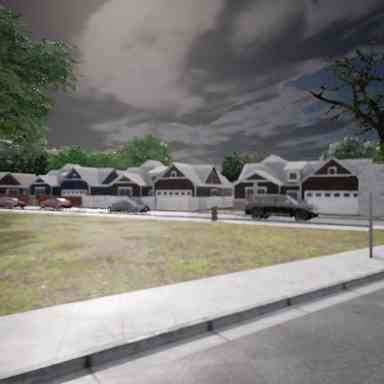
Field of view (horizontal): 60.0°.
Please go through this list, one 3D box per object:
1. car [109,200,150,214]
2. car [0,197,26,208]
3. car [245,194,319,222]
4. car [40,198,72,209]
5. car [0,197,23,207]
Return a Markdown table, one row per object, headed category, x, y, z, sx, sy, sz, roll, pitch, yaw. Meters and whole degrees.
| category | x | y | z | sx | sy | sz | roll | pitch | yaw |
| --- | --- | --- | --- | --- | --- | --- | --- | --- | --- |
| car | -6.221 | 1.470 | 33.057 | 4.181 | 1.385 | 1.994 | 0 | 0 | 28 |
| car | -22.896 | 1.402 | 41.826 | 4.181 | 1.385 | 1.994 | 0 | 0 | 27 |
| car | 6.875 | 1.203 | 25.816 | 5.566 | 2.045 | 2.150 | 1 | 0 | 30 |
| car | -17.242 | 1.416 | 42.050 | 4.181 | 1.385 | 1.994 | 0 | 0 | 28 |
| car | -26.099 | 1.401 | 46.580 | 4.718 | 1.301 | 1.895 | 0 | 0 | 27 |
